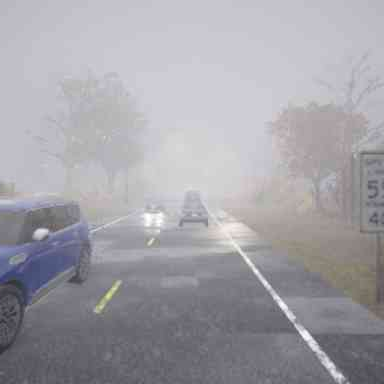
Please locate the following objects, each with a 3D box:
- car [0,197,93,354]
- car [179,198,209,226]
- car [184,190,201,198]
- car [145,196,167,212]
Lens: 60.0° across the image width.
[{"bbox_3d":[-3.600,1.164,6.341,2.150,2.045,5.566,0,0,0],"label":"car"},{"bbox_3d":[0.109,1.351,21.682,2.033,1.411,5.357,0,1,0],"label":"car"},{"bbox_3d":[0.094,0.786,45.898,2.150,2.045,5.566,0,1,0],"label":"car"},{"bbox_3d":[-3.567,1.184,33.341,2.128,1.511,4.902,0,0,0],"label":"car"}]
